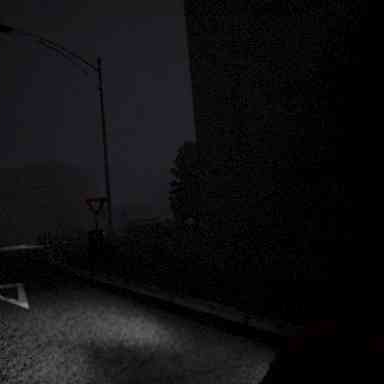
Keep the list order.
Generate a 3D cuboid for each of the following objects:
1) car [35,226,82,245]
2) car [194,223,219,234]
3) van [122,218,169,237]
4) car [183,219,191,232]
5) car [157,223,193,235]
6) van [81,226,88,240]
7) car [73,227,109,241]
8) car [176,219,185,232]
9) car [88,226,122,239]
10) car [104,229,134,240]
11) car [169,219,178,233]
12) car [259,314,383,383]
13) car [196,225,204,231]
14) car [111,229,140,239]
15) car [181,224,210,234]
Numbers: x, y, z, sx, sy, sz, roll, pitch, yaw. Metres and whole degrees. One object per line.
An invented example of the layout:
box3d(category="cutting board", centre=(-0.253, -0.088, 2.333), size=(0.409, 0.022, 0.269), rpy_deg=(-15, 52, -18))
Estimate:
box3d(category="car", centre=(-14.449, 4.737, 35.510), size=(1.882, 1.535, 5.008), rpy_deg=(-6, -6, 17))
box3d(category="car", centre=(2.945, 7.433, 68.042), size=(4.553, 1.767, 2.185), rpy_deg=(-6, -8, 15))
box3d(category="van", centre=(-5.395, 4.137, 38.674), size=(4.442, 1.987, 1.878), rpy_deg=(-6, -7, 15))
box3d(category="car", centre=(-3.233, 4.944, 46.707), size=(5.566, 2.045, 2.435), rpy_deg=(-6, -8, 15))
box3d(category="car", centre=(-2.442, 5.518, 49.339), size=(4.792, 1.488, 2.163), rpy_deg=(-6, -8, 15))
box3d(category="van", centre=(-16.743, 5.660, 44.430), size=(4.442, 1.987, 1.878), rpy_deg=(-6, -7, 15))
box3d(category="car", centre=(-15.059, 6.305, 49.699), size=(4.553, 1.767, 2.185), rpy_deg=(-6, -8, 15))
box3d(category="car", centre=(-3.944, 4.905, 44.054), size=(5.008, 1.535, 2.097), rpy_deg=(-6, -8, 15))
box3d(category="car", centre=(-11.623, 5.488, 45.271), size=(2.097, 1.767, 4.553), rpy_deg=(-6, -7, 15))
box3d(category="car", centre=(-12.726, 7.371, 57.804), size=(4.674, 1.452, 2.002), rpy_deg=(-6, -8, 15))
box3d(category="car", centre=(-4.693, 4.652, 41.334), size=(4.792, 1.488, 2.163), rpy_deg=(-6, -7, 15))
box3d(category="car", centre=(2.754, 1.616, 1.940), size=(4.718, 1.301, 1.895), rpy_deg=(1, 0, 35))
box3d(category="car", centre=(0.076, 6.350, 57.292), size=(5.366, 1.575, 1.946), rpy_deg=(-6, -8, 15))
box3d(category="car", centre=(-11.990, 7.653, 60.352), size=(4.674, 1.452, 2.002), rpy_deg=(-6, -8, 15))
box3d(category="car", centre=(0.699, 6.694, 59.999), size=(4.792, 1.488, 2.163), rpy_deg=(-6, -8, 15))
